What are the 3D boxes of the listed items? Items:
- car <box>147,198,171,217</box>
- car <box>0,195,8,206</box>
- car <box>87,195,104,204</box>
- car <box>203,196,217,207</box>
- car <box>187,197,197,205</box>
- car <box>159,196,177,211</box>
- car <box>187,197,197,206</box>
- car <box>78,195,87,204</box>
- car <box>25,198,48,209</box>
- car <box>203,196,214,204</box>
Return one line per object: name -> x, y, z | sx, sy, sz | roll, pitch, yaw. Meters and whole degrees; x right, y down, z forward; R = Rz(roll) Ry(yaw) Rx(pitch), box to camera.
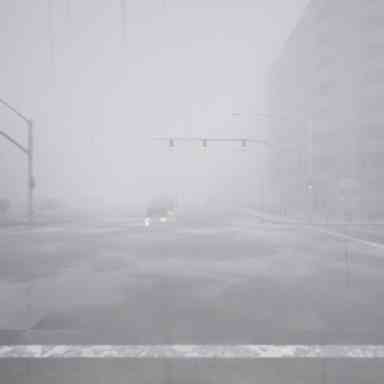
car -> -3.587, 1.735, 34.969 | 1.882, 1.535, 5.008 | 0, 0, 0
car -> -43.558, 1.700, 74.117 | 1.905, 1.878, 3.866 | 0, 0, 0
car -> -21.040, 1.697, 74.018 | 1.932, 1.855, 4.605 | 0, 0, 0
car -> 3.507, 1.686, 63.092 | 2.150, 2.045, 5.566 | 0, 0, 0
car -> 0.008, 1.916, 72.637 | 2.128, 1.511, 4.902 | 0, 0, 0
car -> -3.585, 1.557, 45.608 | 2.150, 2.045, 5.566 | 0, 0, 0
car -> 0.007, 1.994, 63.660 | 1.812, 1.442, 4.674 | 0, 0, 0
car -> -23.934, 1.701, 74.083 | 1.905, 1.878, 3.866 | 0, 0, 0
car -> -26.704, 1.812, 56.624 | 1.970, 1.475, 3.806 | 0, 0, 0
car -> 3.508, 1.746, 72.607 | 2.097, 1.767, 4.553 | 0, 0, 0
